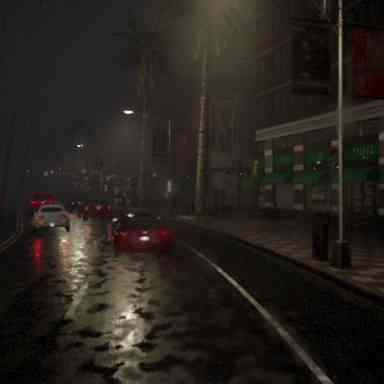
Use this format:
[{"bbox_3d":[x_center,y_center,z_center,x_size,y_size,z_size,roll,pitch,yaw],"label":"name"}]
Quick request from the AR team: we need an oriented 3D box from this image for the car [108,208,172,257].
[{"bbox_3d":[-2.068,1.481,12.803,1.994,1.385,4.181,0,0,-15],"label":"car"}]

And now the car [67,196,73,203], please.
[{"bbox_3d":[-11.694,1.150,34.206,2.097,1.767,4.553,0,0,-27],"label":"car"}]

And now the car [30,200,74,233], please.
[{"bbox_3d":[-8.063,1.417,19.063,1.812,1.442,4.674,0,1,-24],"label":"car"}]

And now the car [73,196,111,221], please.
[{"bbox_3d":[-7.728,1.195,26.117,2.097,1.767,4.553,0,0,-26],"label":"car"}]

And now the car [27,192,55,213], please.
[{"bbox_3d":[-14.123,1.045,31.317,2.150,2.045,5.566,0,0,-27],"label":"car"}]
